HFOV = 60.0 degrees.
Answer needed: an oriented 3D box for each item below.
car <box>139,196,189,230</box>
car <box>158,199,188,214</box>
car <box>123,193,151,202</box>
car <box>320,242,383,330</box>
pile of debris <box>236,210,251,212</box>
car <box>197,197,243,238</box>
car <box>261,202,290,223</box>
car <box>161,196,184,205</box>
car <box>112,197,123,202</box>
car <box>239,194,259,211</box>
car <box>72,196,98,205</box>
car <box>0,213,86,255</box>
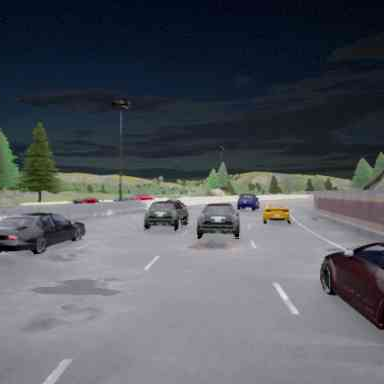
[{"bbox_3d":[-1.503,1.350,21.178,2.097,1.767,4.553,0,0,9],"label":"car"},{"bbox_3d":[-1.953,1.524,35.708,1.812,1.442,4.674,0,0,15],"label":"car"},{"bbox_3d":[-9.195,1.202,58.417,2.150,2.045,5.566,0,0,23],"label":"car"},{"bbox_3d":[3.877,1.576,6.021,1.994,1.385,4.181,0,0,3],"label":"car"},{"bbox_3d":[6.117,2.198,39.120,1.500,0.140,1.860,0,0,17],"label":"pile of debris"},{"bbox_3d":[1.519,1.359,17.846,2.097,1.767,4.553,0,0,8],"label":"car"},{"bbox_3d":[6.411,1.499,25.574,1.882,1.535,5.008,0,0,11],"label":"car"},{"bbox_3d":[-3.616,1.494,62.452,2.128,1.511,4.902,0,0,25],"label":"car"},{"bbox_3d":[-12.537,1.533,59.445,1.994,1.385,4.181,0,0,22],"label":"car"},{"bbox_3d":[7.059,1.247,41.503,2.150,2.045,5.566,0,0,18],"label":"car"},{"bbox_3d":[-17.801,1.431,55.560,1.882,1.535,5.008,0,0,21],"label":"car"},{"bbox_3d":[-6.134,1.531,13.298,2.033,1.411,5.357,0,0,6],"label":"car"}]
